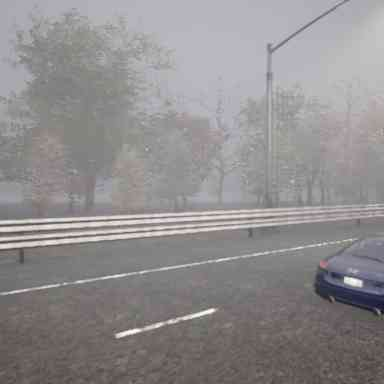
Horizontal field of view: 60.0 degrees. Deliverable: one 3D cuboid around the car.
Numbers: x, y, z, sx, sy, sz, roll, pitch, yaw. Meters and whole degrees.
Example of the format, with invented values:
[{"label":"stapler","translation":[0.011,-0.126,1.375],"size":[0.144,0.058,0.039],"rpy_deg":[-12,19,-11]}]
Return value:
[{"label":"car","translation":[4.496,1.567,7.074],"size":[4.181,1.385,1.994],"rpy_deg":[0,0,-35]}]
